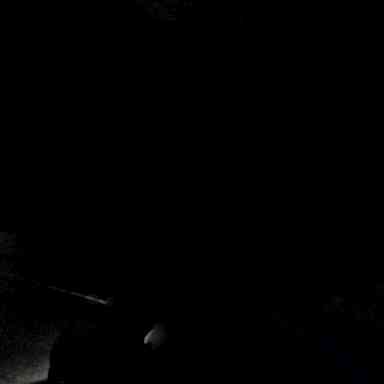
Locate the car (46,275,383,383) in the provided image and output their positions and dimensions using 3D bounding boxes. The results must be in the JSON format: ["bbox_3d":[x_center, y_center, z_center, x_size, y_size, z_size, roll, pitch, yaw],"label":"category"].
[{"bbox_3d":[0.464,1.570,3.233,4.181,1.385,1.994,0,0,36],"label":"car"}]
